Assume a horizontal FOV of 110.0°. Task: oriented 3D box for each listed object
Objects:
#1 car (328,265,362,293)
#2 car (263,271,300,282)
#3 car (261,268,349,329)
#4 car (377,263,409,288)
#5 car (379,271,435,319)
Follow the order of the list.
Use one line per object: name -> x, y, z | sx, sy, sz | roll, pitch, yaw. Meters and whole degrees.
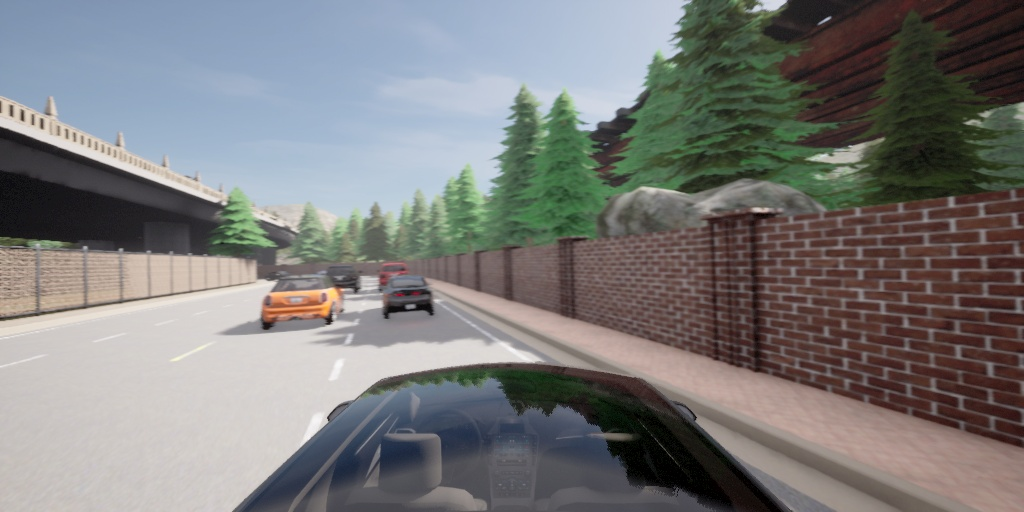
car -> -12.443, 1.678, 26.567 | 2.150, 2.045, 5.566 | -2, -1, -20
car -> -33.015, 2.920, 51.331 | 4.892, 1.490, 1.837 | -2, -2, 21
car -> -7.597, 1.488, 13.440 | 2.097, 1.767, 4.553 | -2, -1, -20
car -> -9.157, 1.591, 27.767 | 2.150, 2.045, 5.566 | -2, -1, -20
car -> -4.347, 1.558, 14.754 | 1.837, 1.490, 4.892 | -2, 0, -20
